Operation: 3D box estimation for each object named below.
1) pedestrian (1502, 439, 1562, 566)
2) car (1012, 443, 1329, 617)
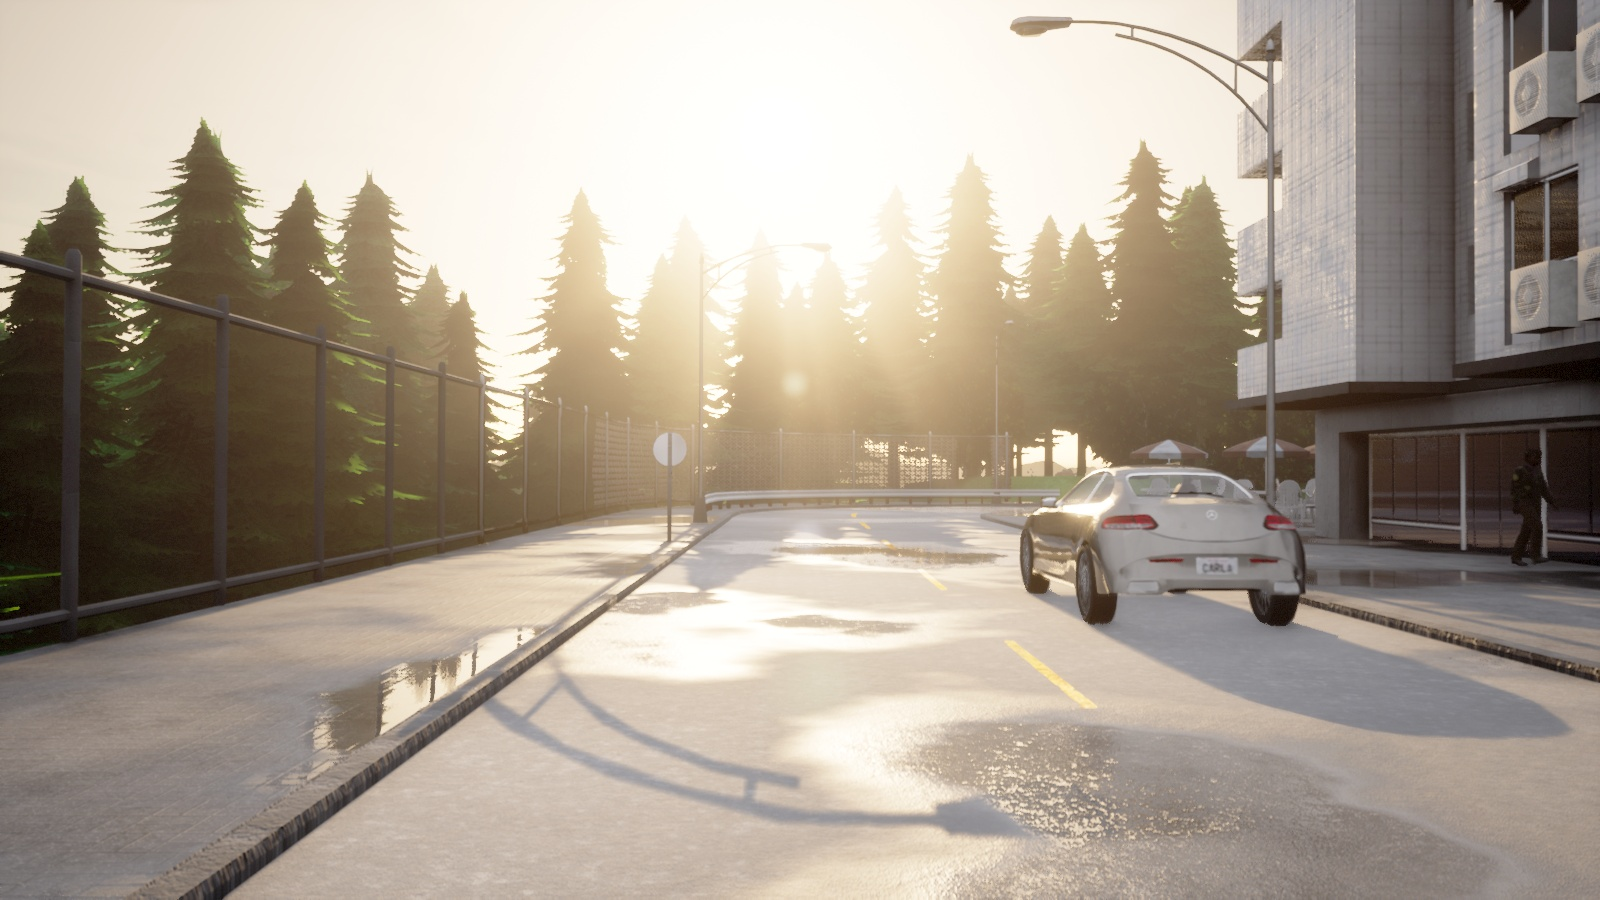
[{"bbox_3d":[11.335,0.800,19.453,0.395,1.930,0.692,0,-1,-16],"label":"pedestrian"},{"bbox_3d":[3.959,0.804,14.506,2.152,1.651,5.027,0,-1,0],"label":"car"}]
